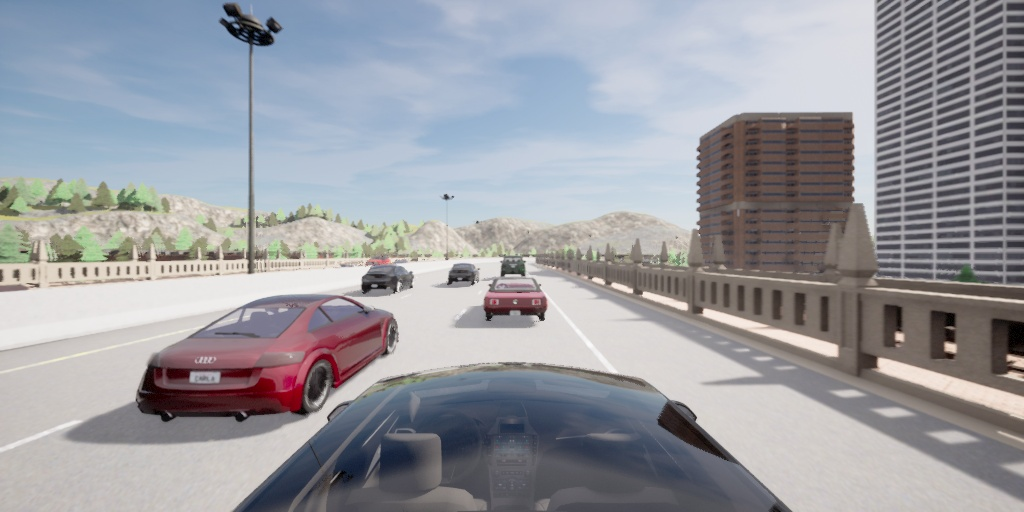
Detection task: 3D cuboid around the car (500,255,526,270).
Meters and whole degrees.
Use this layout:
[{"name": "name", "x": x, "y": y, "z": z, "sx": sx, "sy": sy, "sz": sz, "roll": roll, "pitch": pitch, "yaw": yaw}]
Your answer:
[{"name": "car", "x": 0.098, "y": 0.964, "z": 32.204, "sx": 2.150, "sy": 2.045, "sz": 5.566, "roll": 0, "pitch": 0, "yaw": 0}]

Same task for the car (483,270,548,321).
[{"name": "car", "x": 0.100, "y": 1.348, "z": 12.491, "sx": 1.895, "sy": 1.301, "sz": 4.718, "roll": 0, "pitch": 0, "yaw": 0}]

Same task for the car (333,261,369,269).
[{"name": "car", "x": -14.080, "y": 1.344, "z": 30.239, "sx": 1.895, "sy": 1.301, "sz": 4.718, "roll": 0, "pitch": 0, "yaw": 0}]

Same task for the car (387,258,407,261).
[{"name": "car", "x": -17.504, "y": 1.288, "z": 56.686, "sx": 2.033, "sy": 1.411, "sz": 5.357, "roll": 0, "pitch": 0, "yaw": 0}]

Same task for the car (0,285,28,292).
[{"name": "car", "x": -17.598, "y": 1.296, "z": 10.024, "sx": 2.033, "sy": 1.411, "sz": 5.357, "roll": 0, "pitch": 0, "yaw": 0}]

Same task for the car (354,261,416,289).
[{"name": "car", "x": -6.901, "y": 1.250, "z": 20.403, "sx": 1.837, "sy": 1.490, "sz": 4.892, "roll": 0, "pitch": 0, "yaw": 0}]

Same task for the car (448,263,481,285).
[{"name": "car", "x": -3.403, "y": 1.249, "z": 25.833, "sx": 1.837, "sy": 1.490, "sz": 4.892, "roll": 0, "pitch": 0, "yaw": 0}]

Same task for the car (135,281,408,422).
[{"name": "car", "x": -3.401, "y": 1.313, "z": 5.979, "sx": 1.994, "sy": 1.385, "sz": 4.181, "roll": 0, "pitch": 0, "yaw": 0}]

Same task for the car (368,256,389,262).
[{"name": "car", "x": -21.005, "y": 0.955, "z": 56.617, "sx": 2.150, "sy": 2.045, "sz": 5.566, "roll": 0, "pitch": 0, "yaw": 0}]
